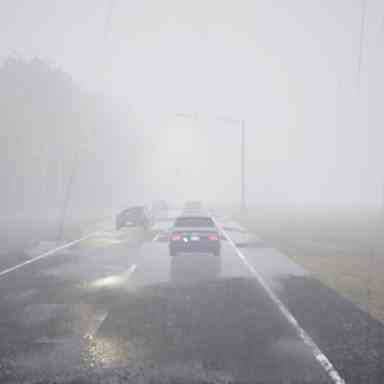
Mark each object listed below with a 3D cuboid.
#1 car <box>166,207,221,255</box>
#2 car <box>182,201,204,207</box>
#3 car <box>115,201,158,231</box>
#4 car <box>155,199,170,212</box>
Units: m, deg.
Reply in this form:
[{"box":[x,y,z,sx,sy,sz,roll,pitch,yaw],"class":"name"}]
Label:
[{"box":[0.097,1.543,13.219,2.033,1.411,5.357,0,0,0],"class":"car"},{"box":[0.094,1.533,30.141,2.033,1.411,5.357,0,0,0],"class":"car"},{"box":[-3.404,1.518,20.316,1.812,1.442,4.674,0,0,0],"class":"car"},{"box":[-3.406,1.507,36.455,1.812,1.442,4.674,0,0,0],"class":"car"}]
